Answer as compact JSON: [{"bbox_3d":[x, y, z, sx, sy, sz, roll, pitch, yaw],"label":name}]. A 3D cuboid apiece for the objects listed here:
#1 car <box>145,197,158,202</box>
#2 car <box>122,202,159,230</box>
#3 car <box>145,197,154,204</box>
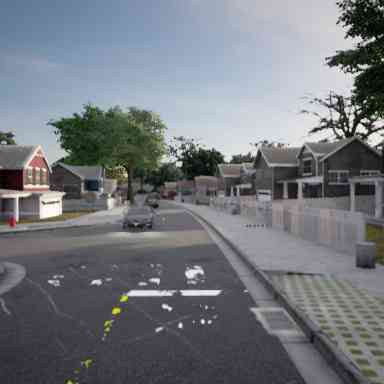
[{"bbox_3d":[-5.644,1.813,47.763,1.895,1.301,4.718,0,0,-7],"label":"car"},{"bbox_3d":[-3.397,1.628,21.795,1.837,1.490,4.892,0,0,-3],"label":"car"},{"bbox_3d":[-9.199,1.822,71.843,1.837,1.490,4.892,0,0,-10],"label":"car"}]
